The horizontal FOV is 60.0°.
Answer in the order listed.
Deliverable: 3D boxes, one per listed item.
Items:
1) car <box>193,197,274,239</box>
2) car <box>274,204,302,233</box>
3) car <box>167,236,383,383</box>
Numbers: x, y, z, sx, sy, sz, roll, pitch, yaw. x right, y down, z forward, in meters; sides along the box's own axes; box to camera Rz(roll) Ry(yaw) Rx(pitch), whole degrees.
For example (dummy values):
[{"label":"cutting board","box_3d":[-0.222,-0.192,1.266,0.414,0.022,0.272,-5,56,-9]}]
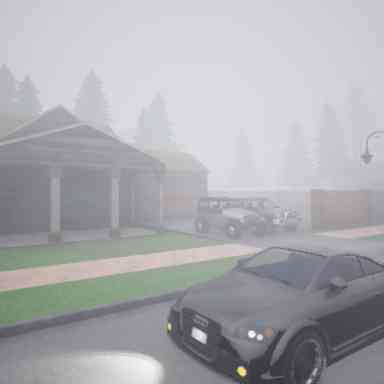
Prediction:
[{"label":"car","box_3d":[1.715,1.176,16.118,1.905,1.878,3.866,0,0,-36]},{"label":"car","box_3d":[3.525,1.174,17.906,1.932,1.855,4.605,0,0,-36]},{"label":"car","box_3d":[1.707,1.564,5.217,4.181,1.385,1.994,0,0,-36]}]
